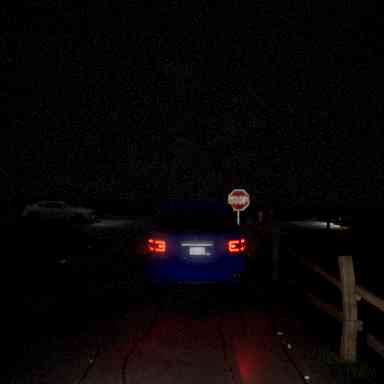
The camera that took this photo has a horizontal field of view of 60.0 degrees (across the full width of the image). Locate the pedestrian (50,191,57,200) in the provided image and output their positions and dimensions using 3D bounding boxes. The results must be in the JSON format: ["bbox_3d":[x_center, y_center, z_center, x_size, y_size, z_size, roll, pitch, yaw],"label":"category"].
[{"bbox_3d":[-12.080,0.778,28.947,0.375,1.860,0.375,0,1,0],"label":"pedestrian"}]

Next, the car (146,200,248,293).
[{"bbox_3d":[0.083,1.214,8.992,2.150,2.045,5.566,0,0,0],"label":"car"}]

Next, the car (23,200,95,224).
[{"bbox_3d":[-9.131,1.324,22.978,4.674,1.442,1.812,2,3,0],"label":"car"}]

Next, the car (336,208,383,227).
[{"bbox_3d":[13.516,1.951,25.847,4.181,1.385,1.994,2,3,1],"label":"car"}]
